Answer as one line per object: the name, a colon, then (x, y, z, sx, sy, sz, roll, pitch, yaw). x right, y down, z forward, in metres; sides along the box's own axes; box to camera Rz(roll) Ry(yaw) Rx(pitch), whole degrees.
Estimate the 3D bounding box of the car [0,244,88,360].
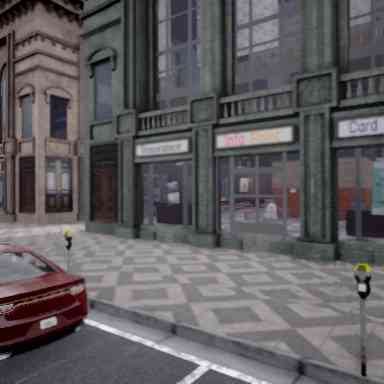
car: (-3.656, 1.547, 5.573, 4.507, 1.381, 1.887, 0, 0, 35)
